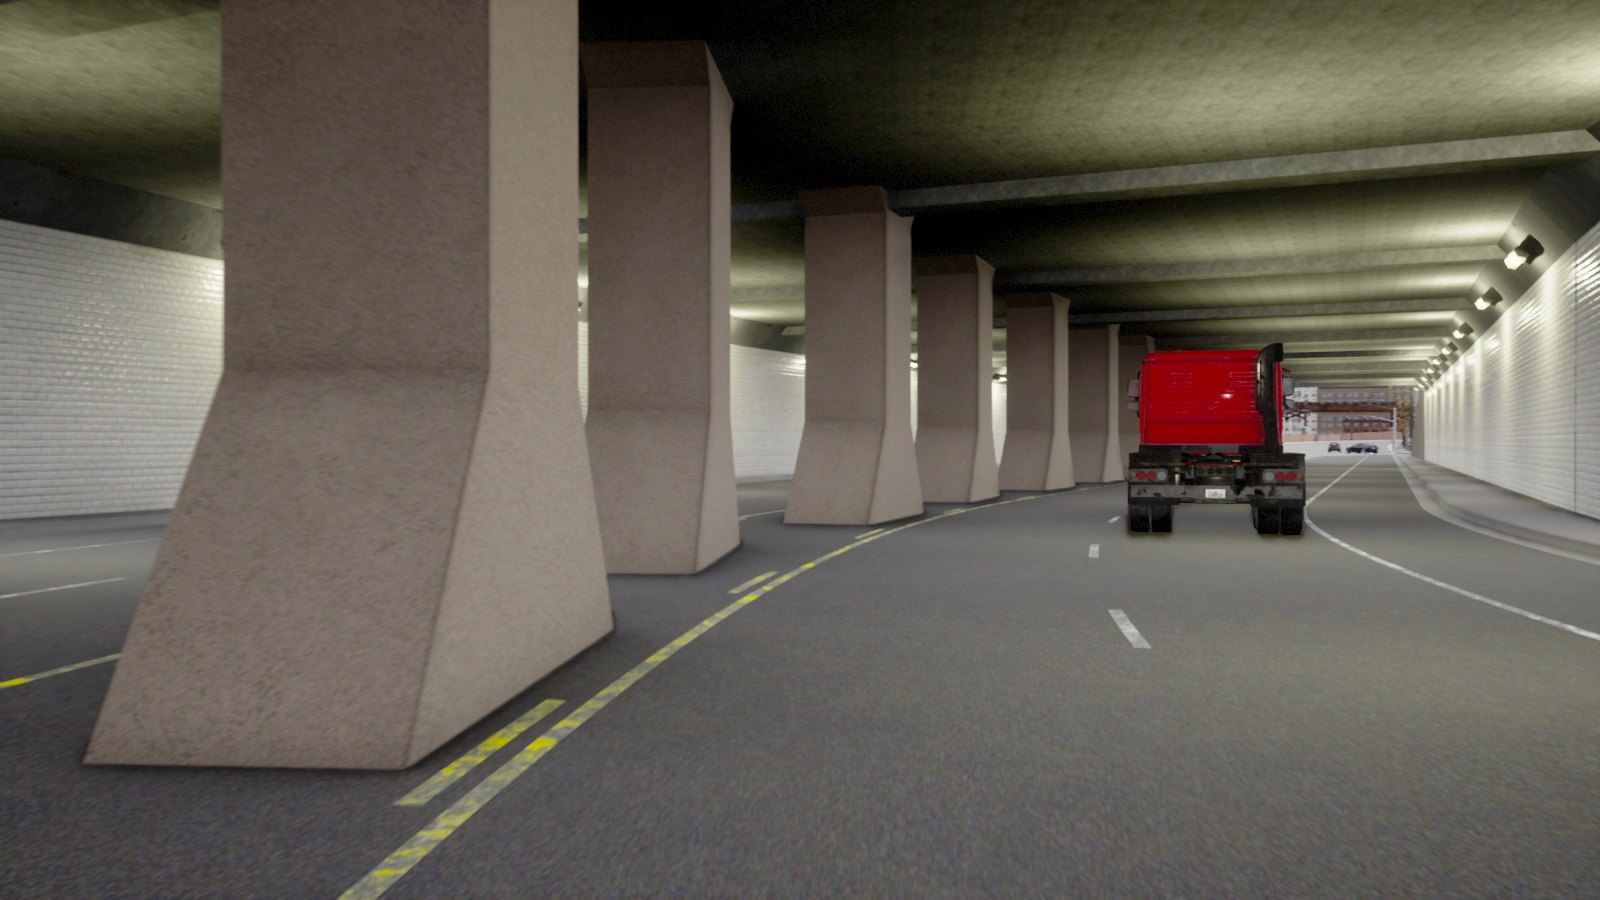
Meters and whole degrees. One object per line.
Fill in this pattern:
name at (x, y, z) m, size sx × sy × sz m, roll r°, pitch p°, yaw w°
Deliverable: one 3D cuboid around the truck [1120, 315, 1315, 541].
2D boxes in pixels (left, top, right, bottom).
truck at (7.686, -0.356, 23.475) m, size 2.891 × 3.462 × 7.936 m, roll 0°, pitch 0°, yaw 17°
